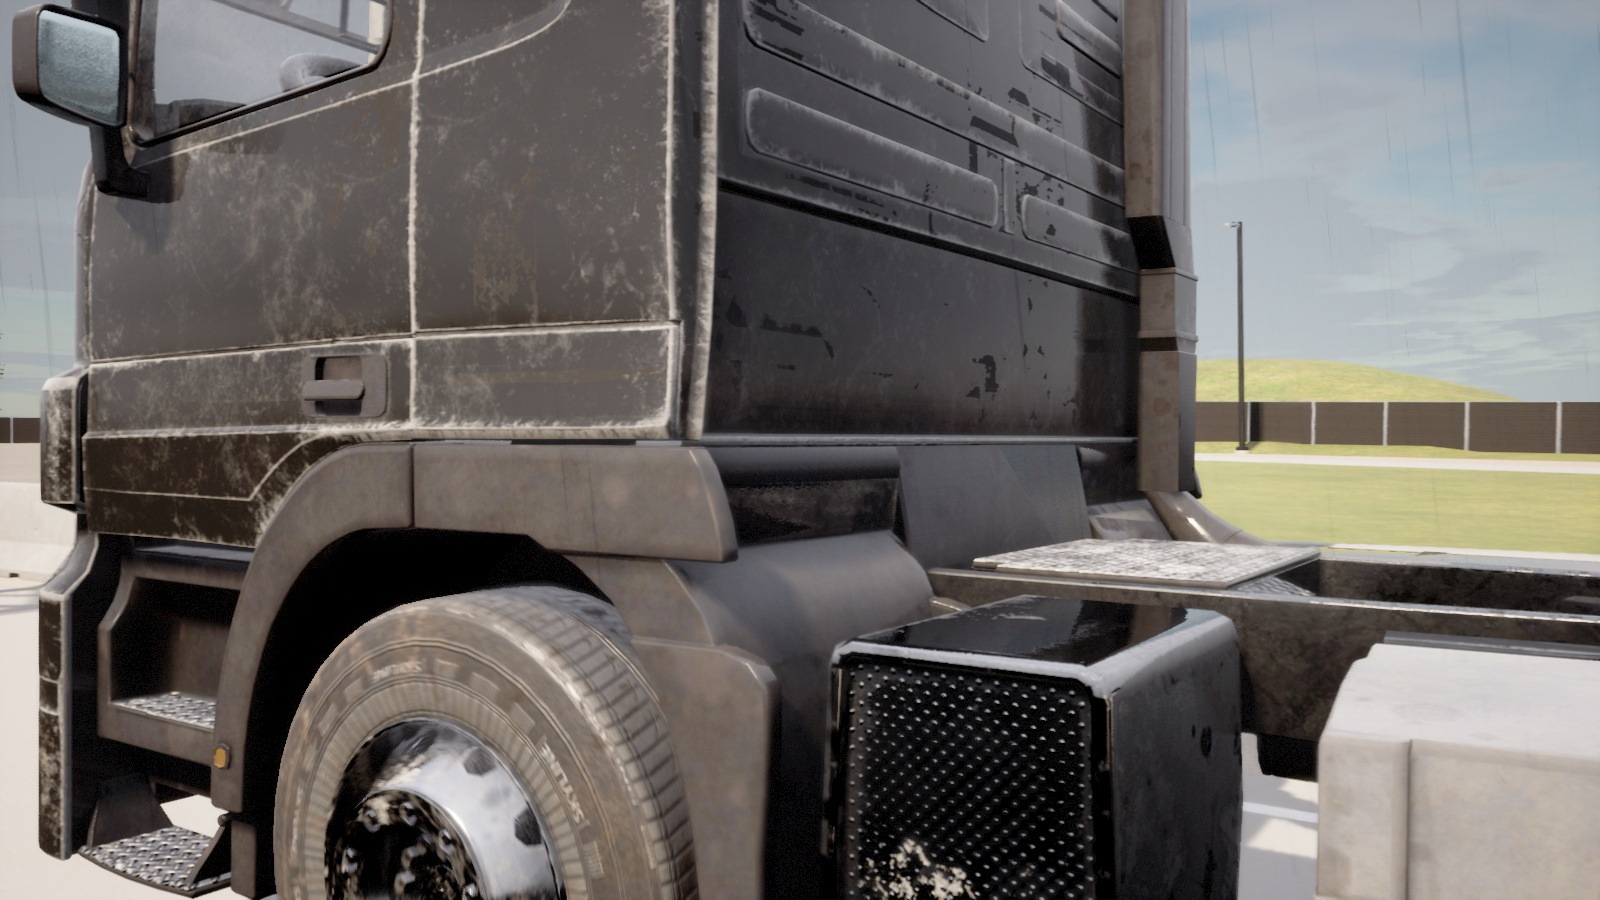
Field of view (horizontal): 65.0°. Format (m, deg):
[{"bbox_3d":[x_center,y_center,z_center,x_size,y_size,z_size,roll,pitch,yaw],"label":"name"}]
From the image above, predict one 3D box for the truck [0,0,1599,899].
[{"bbox_3d":[1.945,-0.299,2.312,7.936,3.462,2.891,0,1,34],"label":"truck"}]
